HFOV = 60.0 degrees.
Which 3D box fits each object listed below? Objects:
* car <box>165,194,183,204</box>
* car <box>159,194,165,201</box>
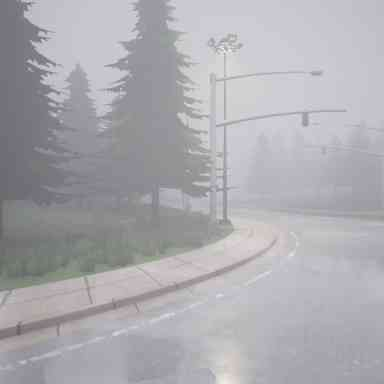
[{"bbox_3d":[-3.165,1.547,65.415,2.033,1.411,5.357,0,0,-21],"label":"car"},{"bbox_3d":[-7.033,1.186,75.158,2.150,2.045,5.566,0,0,-21],"label":"car"}]
